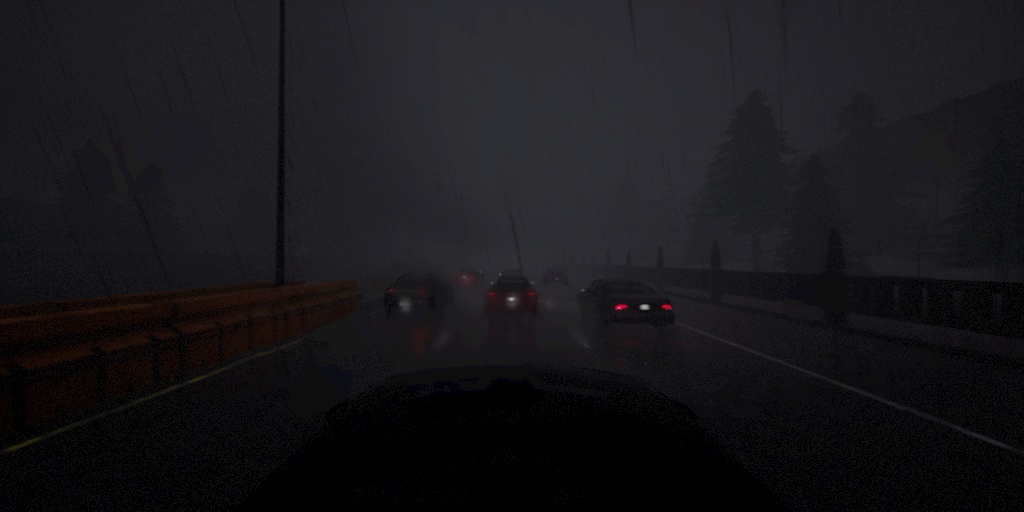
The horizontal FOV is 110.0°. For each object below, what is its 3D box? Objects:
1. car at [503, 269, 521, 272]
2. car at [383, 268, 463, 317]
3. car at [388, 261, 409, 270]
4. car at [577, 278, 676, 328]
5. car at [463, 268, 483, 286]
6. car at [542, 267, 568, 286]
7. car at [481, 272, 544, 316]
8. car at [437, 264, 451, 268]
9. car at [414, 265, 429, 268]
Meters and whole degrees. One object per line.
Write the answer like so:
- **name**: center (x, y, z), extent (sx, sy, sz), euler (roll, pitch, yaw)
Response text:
- **car**: center (0.008, 1.651, 26.979), extent (2.033, 1.411, 5.357), euler (0, -1, 1)
- **car**: center (-3.464, 1.415, 14.128), extent (2.128, 1.511, 4.902), euler (0, -1, 1)
- **car**: center (-17.886, 1.739, 56.784), extent (2.150, 2.045, 5.566), euler (0, -1, -3)
- **car**: center (3.516, 1.442, 11.998), extent (2.033, 1.411, 5.357), euler (0, -1, 0)
- **car**: center (-3.468, 1.701, 29.331), extent (1.994, 1.385, 4.181), euler (0, -1, 1)
- **car**: center (3.538, 1.668, 29.827), extent (1.812, 1.442, 4.674), euler (0, -1, 1)
- **car**: center (0.039, 1.490, 14.277), extent (1.994, 1.385, 4.181), euler (0, -1, 1)
- **car**: center (-11.056, 2.036, 58.607), extent (2.128, 1.511, 4.902), euler (0, -1, -5)
- **car**: center (-14.398, 2.076, 57.451), extent (2.033, 1.411, 5.357), euler (0, -1, -3)
